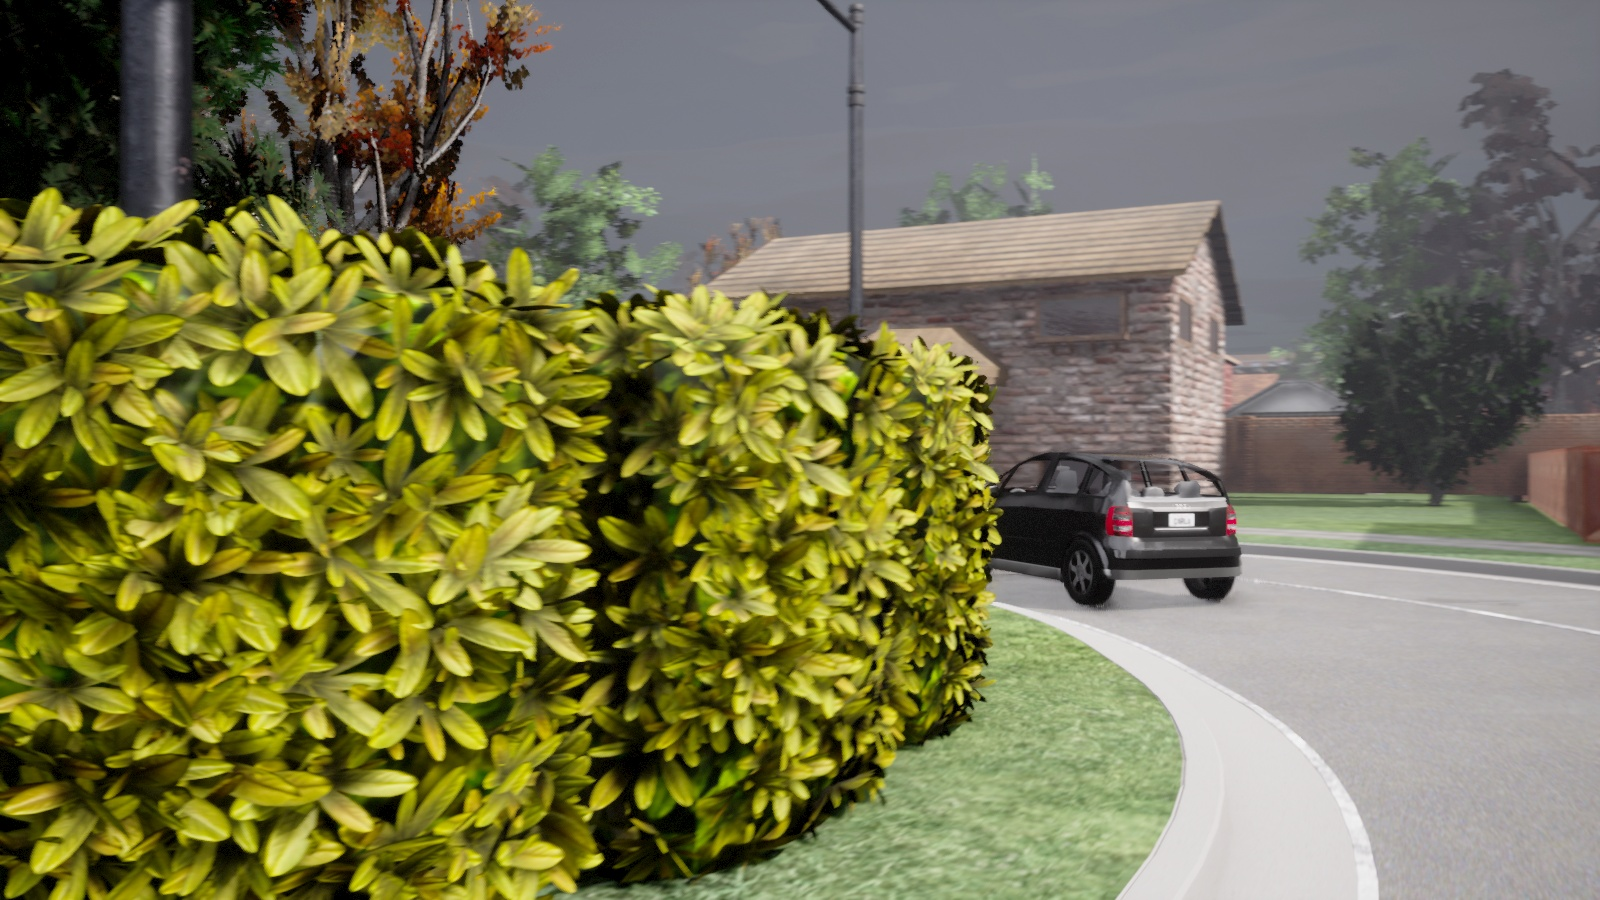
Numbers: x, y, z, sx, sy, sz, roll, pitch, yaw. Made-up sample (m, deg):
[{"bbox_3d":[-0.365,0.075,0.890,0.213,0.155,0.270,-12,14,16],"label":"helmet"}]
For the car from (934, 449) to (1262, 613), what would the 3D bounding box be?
[{"bbox_3d":[3.112,0.782,13.910,1.789,1.549,3.705,0,0,-20],"label":"car"}]
